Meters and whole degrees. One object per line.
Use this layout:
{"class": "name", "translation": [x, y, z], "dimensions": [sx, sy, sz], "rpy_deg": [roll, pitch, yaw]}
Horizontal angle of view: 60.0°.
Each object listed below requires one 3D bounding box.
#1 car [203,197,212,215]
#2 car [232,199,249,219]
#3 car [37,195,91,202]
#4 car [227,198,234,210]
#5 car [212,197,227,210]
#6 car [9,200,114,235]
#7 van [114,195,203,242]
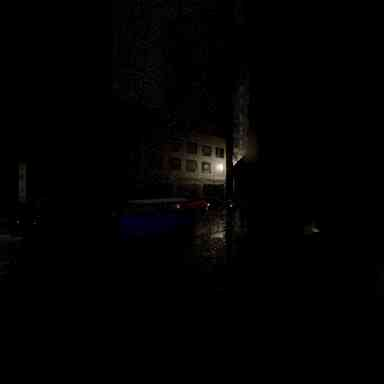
{"class": "car", "translation": [-0.671, 1.061, 26.641], "dimensions": [2.097, 1.767, 4.553], "rpy_deg": [0, 1, 35]}
{"class": "car", "translation": [5.090, 1.280, 24.614], "dimensions": [2.008, 1.369, 4.403], "rpy_deg": [1, 1, 35]}
{"class": "car", "translation": [-8.360, 1.123, 20.420], "dimensions": [2.192, 1.841, 5.009], "rpy_deg": [1, 1, 35]}
{"class": "car", "translation": [5.322, 1.073, 35.040], "dimensions": [2.128, 1.511, 4.902], "rpy_deg": [0, 1, 36]}
{"class": "car", "translation": [1.401, 1.166, 34.130], "dimensions": [1.947, 1.339, 4.313], "rpy_deg": [1, 2, 35]}
{"class": "car", "translation": [-6.646, 1.383, 18.253], "dimensions": [2.033, 1.411, 5.357], "rpy_deg": [0, 1, 36]}
{"class": "van", "translation": [-1.417, 1.208, 15.475], "dimensions": [1.690, 1.788, 3.998], "rpy_deg": [1, 1, 35]}
